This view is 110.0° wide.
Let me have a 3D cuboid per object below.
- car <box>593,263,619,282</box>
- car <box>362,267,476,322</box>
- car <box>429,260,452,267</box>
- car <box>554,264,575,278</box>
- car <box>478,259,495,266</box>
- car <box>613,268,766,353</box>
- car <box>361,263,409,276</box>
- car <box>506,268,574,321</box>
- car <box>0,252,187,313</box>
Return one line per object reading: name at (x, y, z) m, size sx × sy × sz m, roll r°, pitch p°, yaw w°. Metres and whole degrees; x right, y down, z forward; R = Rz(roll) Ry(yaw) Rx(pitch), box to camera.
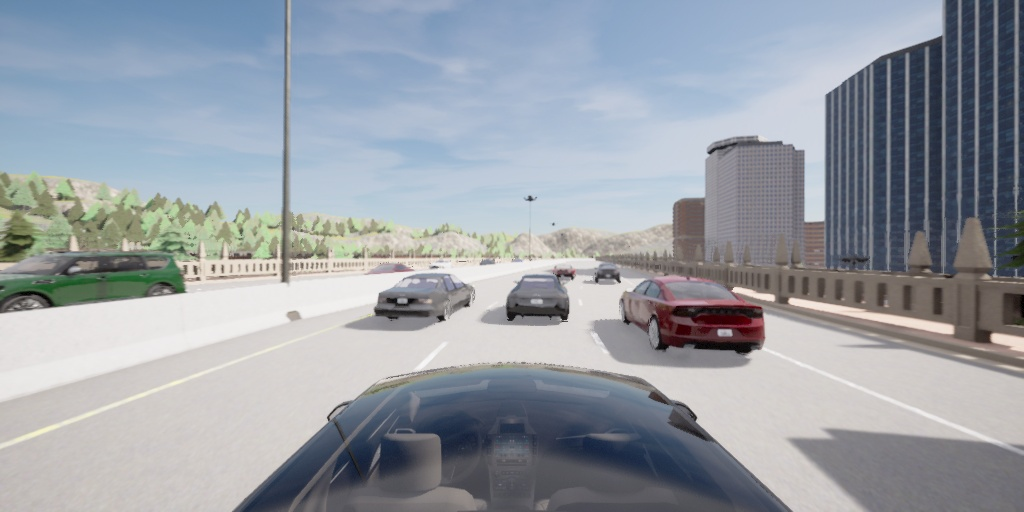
car at (7.528, 1.298, 28.549) m, size 1.812 × 1.442 × 4.674 m, roll 0°, pitch 0°, yaw 12°
car at (-2.668, 1.264, 12.230) m, size 2.033 × 1.411 × 5.357 m, roll 0°, pitch 0°, yaw 7°
car at (-9.698, 1.222, 49.330) m, size 1.812 × 1.442 × 4.674 m, roll 0°, pitch 0°, yaw 12°
car at (4.626, 1.358, 31.776) m, size 1.895 × 1.301 × 4.718 m, roll 0°, pitch 0°, yaw 12°
car at (-4.057, 1.263, 58.848) m, size 1.837 × 1.490 × 4.892 m, roll 0°, pitch -1°, yaw 12°
car at (4.063, 1.238, 8.968) m, size 1.882 × 1.535 × 5.008 m, roll 0°, pitch 0°, yaw 5°
car at (-8.027, 1.207, 23.524) m, size 1.812 × 1.442 × 4.674 m, roll 0°, pitch 0°, yaw 11°
car at (0.974, 1.301, 12.476) m, size 1.994 × 1.385 × 4.181 m, roll 0°, pitch 0°, yaw 7°
car at (-13.496, 0.875, 11.159) m, size 2.150 × 2.045 × 5.566 m, roll 0°, pitch 0°, yaw 6°
